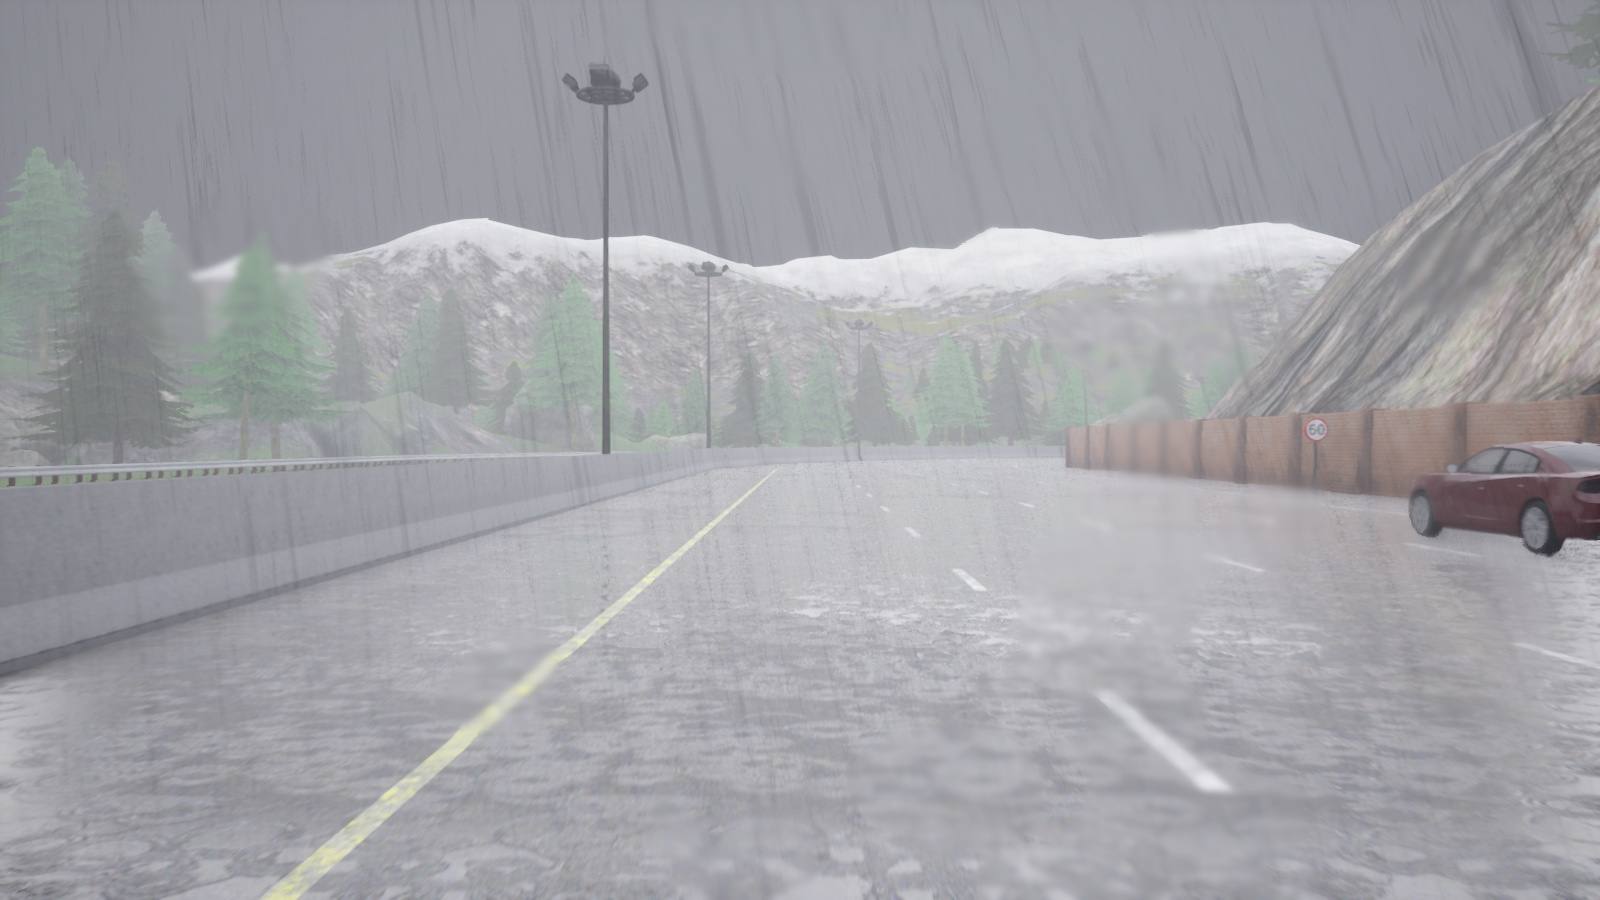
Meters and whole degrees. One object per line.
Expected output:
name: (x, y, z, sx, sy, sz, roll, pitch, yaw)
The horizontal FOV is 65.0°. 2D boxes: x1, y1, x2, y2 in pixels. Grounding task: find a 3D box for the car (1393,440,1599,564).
car: (10.615, 0.632, 18.005, 1.882, 1.535, 5.008, 0, 0, 0)
